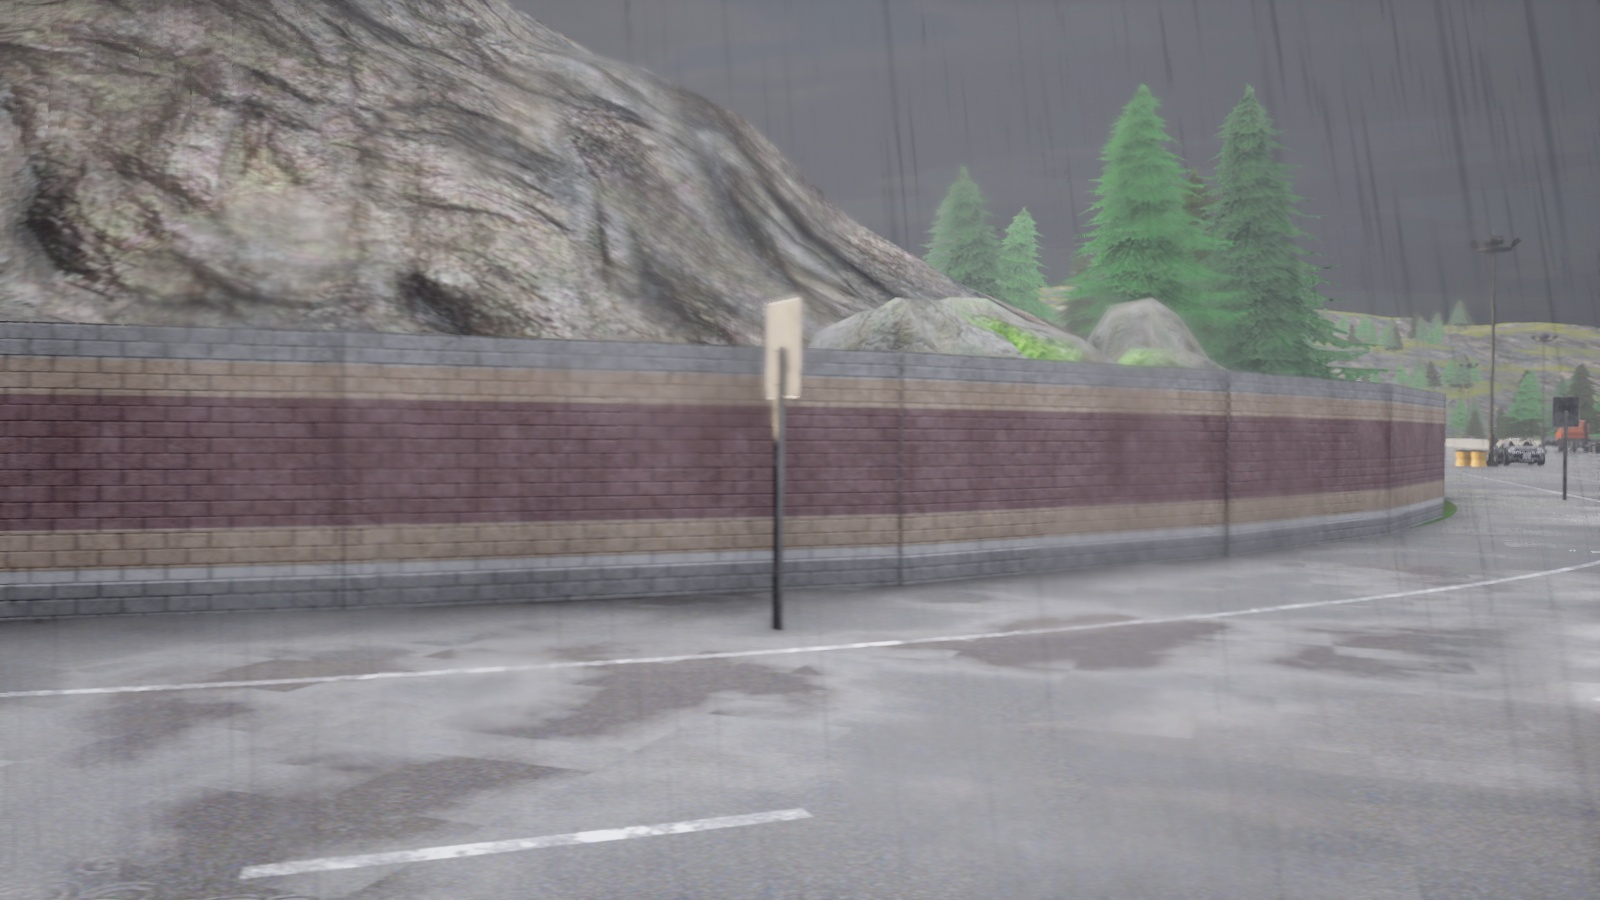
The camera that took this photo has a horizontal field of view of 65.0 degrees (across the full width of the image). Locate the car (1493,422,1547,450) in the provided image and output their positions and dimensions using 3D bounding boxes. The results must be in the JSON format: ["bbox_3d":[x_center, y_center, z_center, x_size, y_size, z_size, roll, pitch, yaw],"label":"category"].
[{"bbox_3d":[39.113,-0.777,68.284,1.970,1.475,3.806,0,1,20],"label":"car"}]
